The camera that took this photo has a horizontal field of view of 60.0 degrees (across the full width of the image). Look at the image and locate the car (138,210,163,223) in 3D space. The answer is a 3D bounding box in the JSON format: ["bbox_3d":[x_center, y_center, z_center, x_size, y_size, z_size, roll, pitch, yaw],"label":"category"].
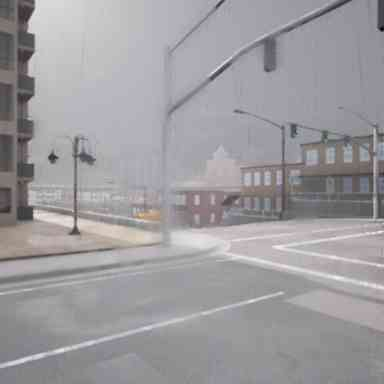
[{"bbox_3d":[-4.989,3.009,41.333,1.882,1.535,5.008,0,-2,-36],"label":"car"}]
